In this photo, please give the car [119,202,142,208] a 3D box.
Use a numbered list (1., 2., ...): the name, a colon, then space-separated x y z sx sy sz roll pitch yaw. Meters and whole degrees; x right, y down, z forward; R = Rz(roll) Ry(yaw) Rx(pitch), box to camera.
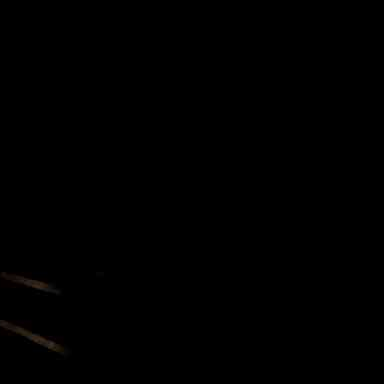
1. car: -12.303 2.624 66.170 1.895 1.301 4.718 -1 -2 36
